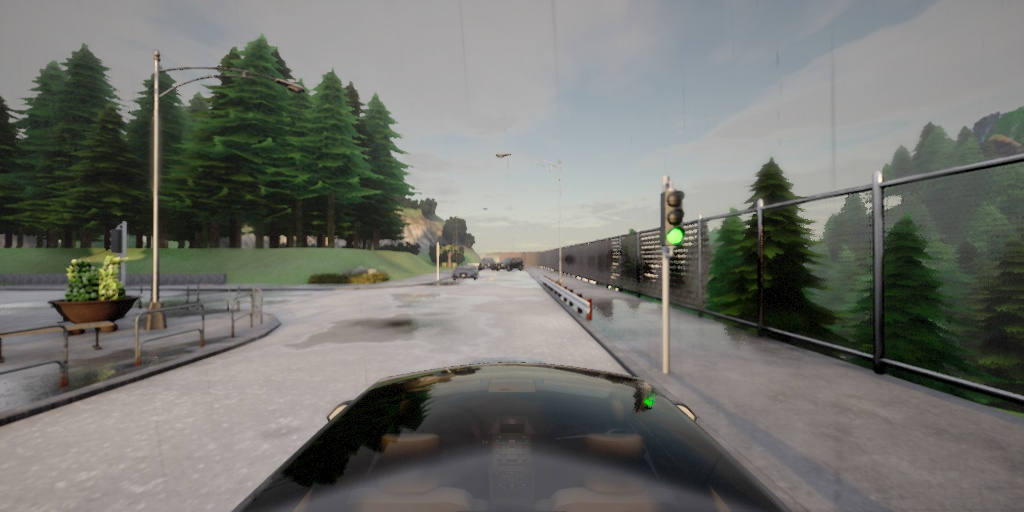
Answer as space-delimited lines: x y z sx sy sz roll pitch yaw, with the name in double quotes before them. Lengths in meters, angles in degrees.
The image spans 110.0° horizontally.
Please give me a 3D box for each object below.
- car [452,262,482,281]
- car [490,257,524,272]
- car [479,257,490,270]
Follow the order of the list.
"car" -4.097 1.481 32.374 1.994 1.385 4.181 0 0 1
"car" -0.353 1.249 52.347 2.150 2.045 5.566 0 -1 32
"car" -3.819 1.264 56.217 2.150 2.045 5.566 0 0 2
